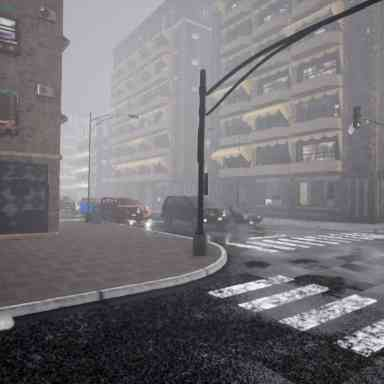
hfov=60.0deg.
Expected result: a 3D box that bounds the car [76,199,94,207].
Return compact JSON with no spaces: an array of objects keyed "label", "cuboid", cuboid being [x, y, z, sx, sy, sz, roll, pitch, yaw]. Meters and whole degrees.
[{"label":"car","cuboid":[-18.504,1.867,57.290,1.802,1.307,4.206,1,-1,-35]}]

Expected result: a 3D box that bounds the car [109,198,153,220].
[{"label":"car","cuboid":[-5.524,1.410,29.693,2.097,1.767,4.553,1,-1,-35]}]

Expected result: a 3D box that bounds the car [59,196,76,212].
[{"label":"car","cuboid":[-15.234,1.368,39.094,2.192,1.841,5.009,1,-1,-35]}]

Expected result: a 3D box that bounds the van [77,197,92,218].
[{"label":"van","cuboid":[-8.775,1.354,30.003,1.690,1.788,3.998,1,-1,-35]}]

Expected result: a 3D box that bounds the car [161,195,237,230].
[{"label":"car","cuboid":[0.046,1.249,21.846,2.150,2.045,5.566,1,-1,-36]}]

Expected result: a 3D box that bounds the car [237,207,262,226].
[{"label":"car","cuboid":[2.576,1.689,23.373,1.895,1.301,4.718,1,-1,-35]}]

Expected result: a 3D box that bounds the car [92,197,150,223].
[{"label":"car","cuboid":[-5.545,1.310,25.458,2.192,1.841,5.009,1,-1,-35]}]
